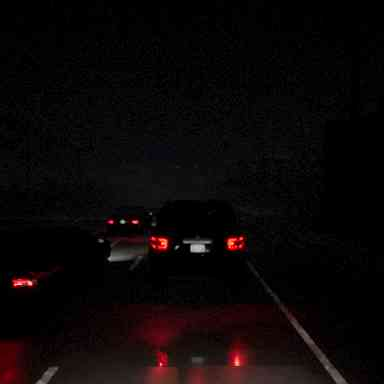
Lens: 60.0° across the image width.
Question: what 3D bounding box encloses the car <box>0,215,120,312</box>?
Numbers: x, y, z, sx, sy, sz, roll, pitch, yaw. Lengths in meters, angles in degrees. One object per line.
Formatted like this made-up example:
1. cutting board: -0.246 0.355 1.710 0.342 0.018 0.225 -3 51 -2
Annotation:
1. car: -3.406 1.534 7.953 2.033 1.411 5.357 0 0 0

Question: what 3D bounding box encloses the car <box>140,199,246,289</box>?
1. car: 0.100 1.206 9.291 2.150 2.045 5.566 0 0 0

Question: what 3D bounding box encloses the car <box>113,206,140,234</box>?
1. car: -3.401 1.516 18.825 2.033 1.411 5.357 0 0 0

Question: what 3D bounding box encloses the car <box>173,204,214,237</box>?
1. car: 0.101 1.516 19.223 2.033 1.411 5.357 0 0 0
